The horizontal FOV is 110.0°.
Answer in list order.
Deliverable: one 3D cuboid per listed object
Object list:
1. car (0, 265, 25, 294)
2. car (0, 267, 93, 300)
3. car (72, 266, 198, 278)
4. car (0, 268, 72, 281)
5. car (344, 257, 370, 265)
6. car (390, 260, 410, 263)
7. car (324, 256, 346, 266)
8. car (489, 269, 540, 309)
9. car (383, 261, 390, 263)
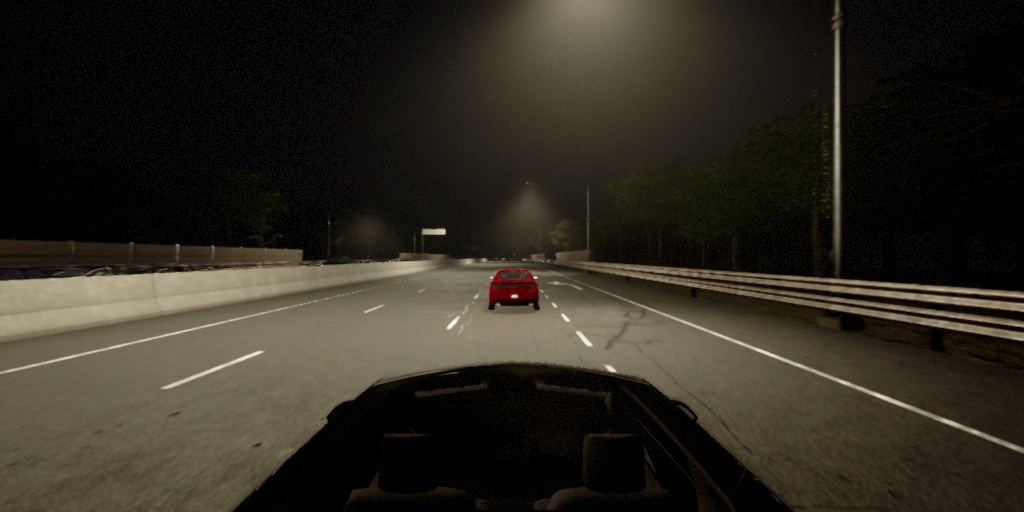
[{"bbox_3d":[-28.118,1.256,17.511,1.882,1.535,5.008,0,0,0],"label":"car"},{"bbox_3d":[-24.616,1.326,17.502,2.033,1.411,5.357,0,0,0],"label":"car"},{"bbox_3d":[-17.615,1.282,17.627,1.837,1.490,4.892,0,0,0],"label":"car"},{"bbox_3d":[-21.114,1.270,17.941,2.128,1.511,4.902,0,0,0],"label":"car"},{"bbox_3d":[-24.631,1.370,58.097,2.128,1.511,4.902,0,0,1],"label":"car"},{"bbox_3d":[-17.634,1.378,58.121,1.837,1.490,4.892,0,0,1],"label":"car"},{"bbox_3d":[-28.117,1.098,58.029,2.150,2.045,5.566,0,0,0],"label":"car"},{"bbox_3d":[0.063,1.273,15.015,1.882,1.535,5.008,0,0,-1],"label":"car"},{"bbox_3d":[-21.121,1.481,60.297,1.895,1.301,4.718,0,0,0],"label":"car"}]
